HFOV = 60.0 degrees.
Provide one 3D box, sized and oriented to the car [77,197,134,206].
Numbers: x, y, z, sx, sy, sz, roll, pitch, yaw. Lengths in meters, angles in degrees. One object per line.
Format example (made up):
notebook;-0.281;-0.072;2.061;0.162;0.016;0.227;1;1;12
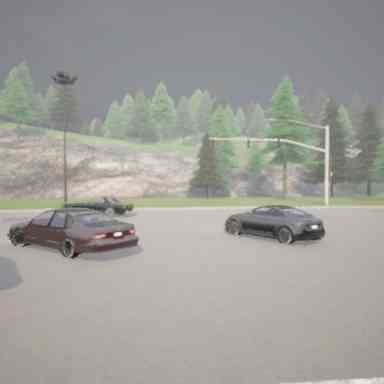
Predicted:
car;-6.594;1.029;23.325;4.718;1.301;1.895;0;1;13

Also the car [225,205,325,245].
car;3.302;1.223;13.874;1.994;1.385;4.181;-1;2;-37

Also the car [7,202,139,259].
car;-4.239;1.266;11.402;5.357;1.411;2.033;1;2;37
